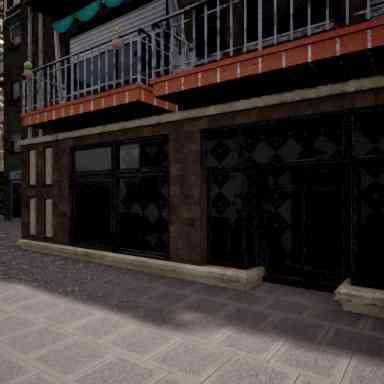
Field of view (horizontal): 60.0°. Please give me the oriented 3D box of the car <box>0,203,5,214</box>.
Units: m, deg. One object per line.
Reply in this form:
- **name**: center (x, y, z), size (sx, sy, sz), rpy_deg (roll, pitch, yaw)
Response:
- **car**: center (-19.409, 1.320, 30.057), size (1.967, 1.590, 4.097), rpy_deg (0, 1, 36)
